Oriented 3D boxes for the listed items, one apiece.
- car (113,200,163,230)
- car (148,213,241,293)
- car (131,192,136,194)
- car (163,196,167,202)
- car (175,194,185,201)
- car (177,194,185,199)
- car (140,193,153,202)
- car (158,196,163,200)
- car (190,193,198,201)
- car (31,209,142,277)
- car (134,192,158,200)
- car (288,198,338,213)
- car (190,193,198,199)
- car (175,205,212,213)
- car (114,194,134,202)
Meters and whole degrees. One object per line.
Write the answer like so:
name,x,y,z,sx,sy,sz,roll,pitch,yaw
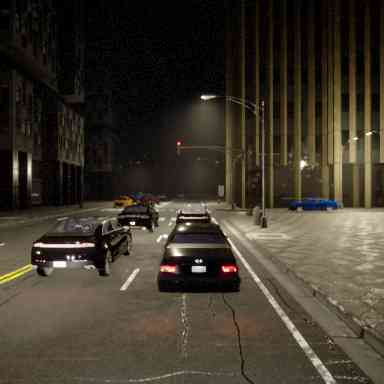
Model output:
car,-3.052,1.460,19.631,1.882,1.535,5.008,0,0,0
car,0.145,1.544,8.980,2.033,1.411,5.357,0,0,0
car,-9.542,1.099,56.556,2.150,2.045,5.566,0,1,1
car,-6.156,1.435,68.303,1.895,1.301,4.718,0,0,1
car,-2.851,1.316,77.142,2.128,1.511,4.902,0,0,0
car,-2.796,1.187,87.594,1.895,1.301,4.718,0,0,0
car,-9.396,1.184,68.894,2.097,1.767,4.553,0,0,0
car,-6.311,1.450,54.931,1.994,1.385,4.181,0,0,0
car,0.399,1.291,77.124,1.837,1.490,4.892,0,0,0
car,-3.099,1.487,10.255,2.128,1.511,4.902,0,0,0
car,-6.332,1.271,45.991,2.097,1.767,4.553,0,0,-1
car,12.715,1.369,35.075,5.008,1.535,1.882,0,0,1
car,0.454,1.117,87.546,2.128,1.511,4.902,0,0,0
car,0.095,1.476,18.724,2.128,1.511,4.902,0,0,0
car,-9.608,1.394,46.546,1.882,1.535,5.008,0,0,0
